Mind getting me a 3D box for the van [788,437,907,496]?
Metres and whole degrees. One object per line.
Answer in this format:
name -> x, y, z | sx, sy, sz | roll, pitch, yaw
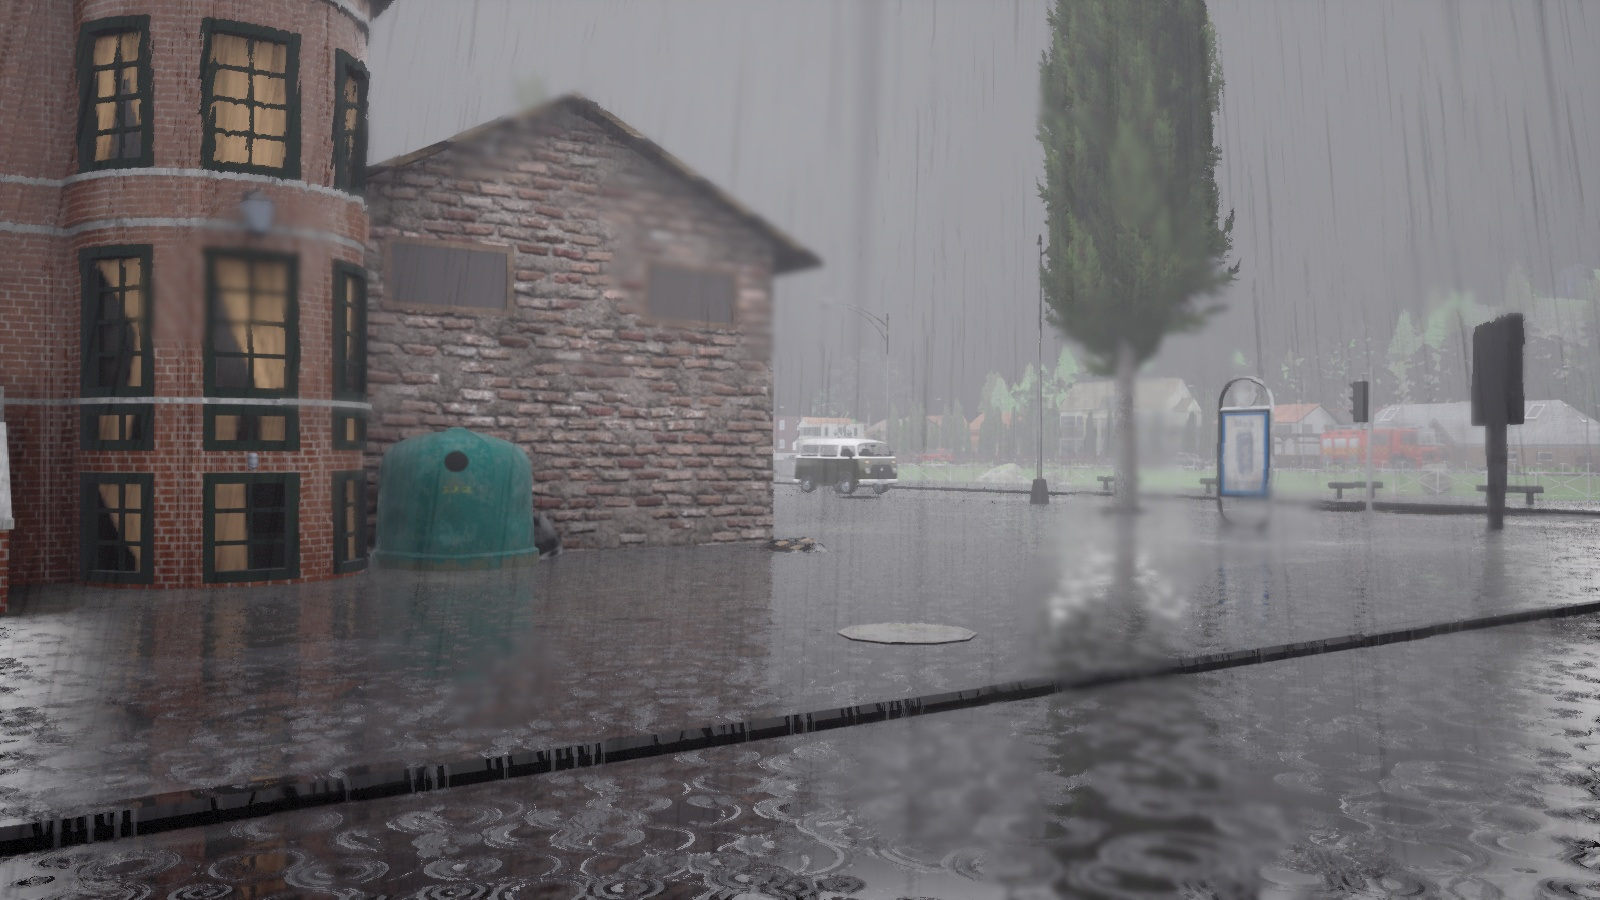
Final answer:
van -> 1.680, 0.577, 46.081 | 2.069, 2.038, 4.480 | 0, 0, -35
